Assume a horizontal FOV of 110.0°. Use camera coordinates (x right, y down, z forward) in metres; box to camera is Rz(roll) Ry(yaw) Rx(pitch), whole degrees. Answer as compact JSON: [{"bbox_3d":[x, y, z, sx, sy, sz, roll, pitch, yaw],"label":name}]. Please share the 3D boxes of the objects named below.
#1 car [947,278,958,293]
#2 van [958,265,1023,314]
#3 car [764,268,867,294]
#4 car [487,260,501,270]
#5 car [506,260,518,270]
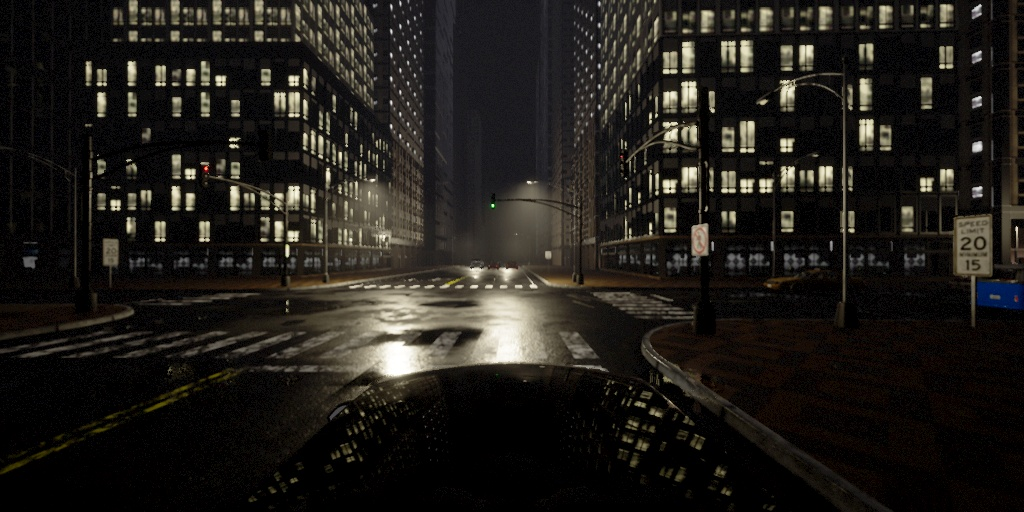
[{"bbox_3d":[26.924,1.446,19.871,4.207,1.307,1.802,0,0,2],"label":"car"},{"bbox_3d":[18.359,1.171,12.184,3.998,1.789,1.690,0,0,2],"label":"van"},{"bbox_3d":[17.089,1.385,20.356,4.829,1.417,1.751,0,0,2],"label":"car"},{"bbox_3d":[-3.244,1.765,62.974,1.895,1.301,4.718,0,0,0],"label":"car"},{"bbox_3d":[0.006,1.519,63.331,2.097,1.767,4.553,0,0,0],"label":"car"}]
